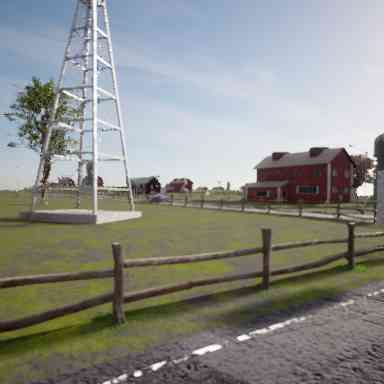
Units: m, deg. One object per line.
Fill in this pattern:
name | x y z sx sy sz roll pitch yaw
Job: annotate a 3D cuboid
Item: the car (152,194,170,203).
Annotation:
car | -5.657 1.148 59.893 1.812 1.442 4.674 2 -1 -35
